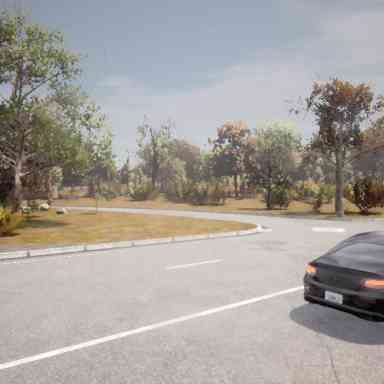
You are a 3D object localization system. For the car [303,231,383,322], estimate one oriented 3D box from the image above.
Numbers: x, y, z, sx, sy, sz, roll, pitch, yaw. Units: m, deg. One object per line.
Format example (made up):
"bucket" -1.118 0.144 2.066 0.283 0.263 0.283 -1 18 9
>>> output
"car" 4.137 1.526 6.697 4.674 1.442 1.812 0 0 -36
